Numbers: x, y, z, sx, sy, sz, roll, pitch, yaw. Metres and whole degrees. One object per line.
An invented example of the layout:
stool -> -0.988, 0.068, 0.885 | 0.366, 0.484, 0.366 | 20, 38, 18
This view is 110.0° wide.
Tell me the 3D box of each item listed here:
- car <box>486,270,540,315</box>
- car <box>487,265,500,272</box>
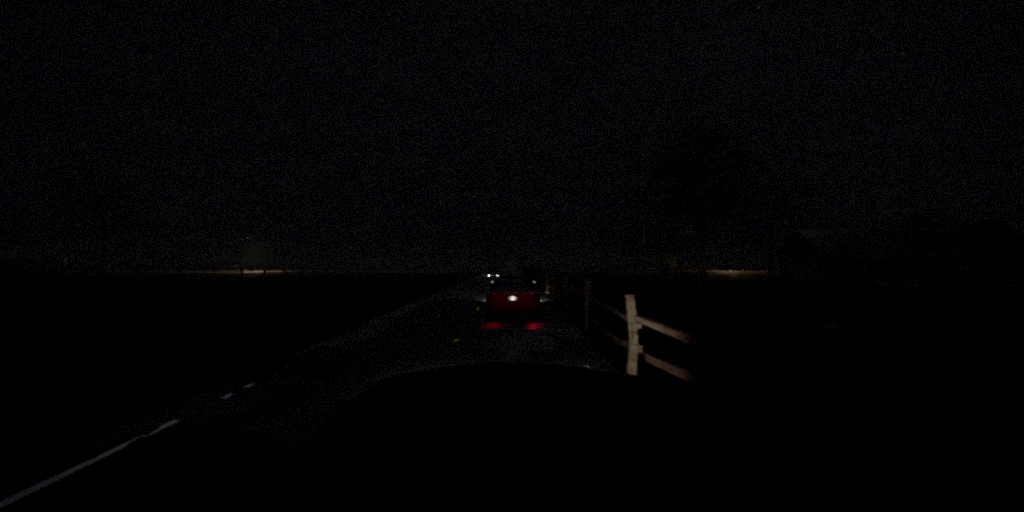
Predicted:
car -> 0.049, 1.446, 14.311 | 1.994, 1.385, 4.181 | 0, -1, 1
car -> -2.815, 2.137, 55.680 | 2.033, 1.411, 5.357 | 0, -1, 0
